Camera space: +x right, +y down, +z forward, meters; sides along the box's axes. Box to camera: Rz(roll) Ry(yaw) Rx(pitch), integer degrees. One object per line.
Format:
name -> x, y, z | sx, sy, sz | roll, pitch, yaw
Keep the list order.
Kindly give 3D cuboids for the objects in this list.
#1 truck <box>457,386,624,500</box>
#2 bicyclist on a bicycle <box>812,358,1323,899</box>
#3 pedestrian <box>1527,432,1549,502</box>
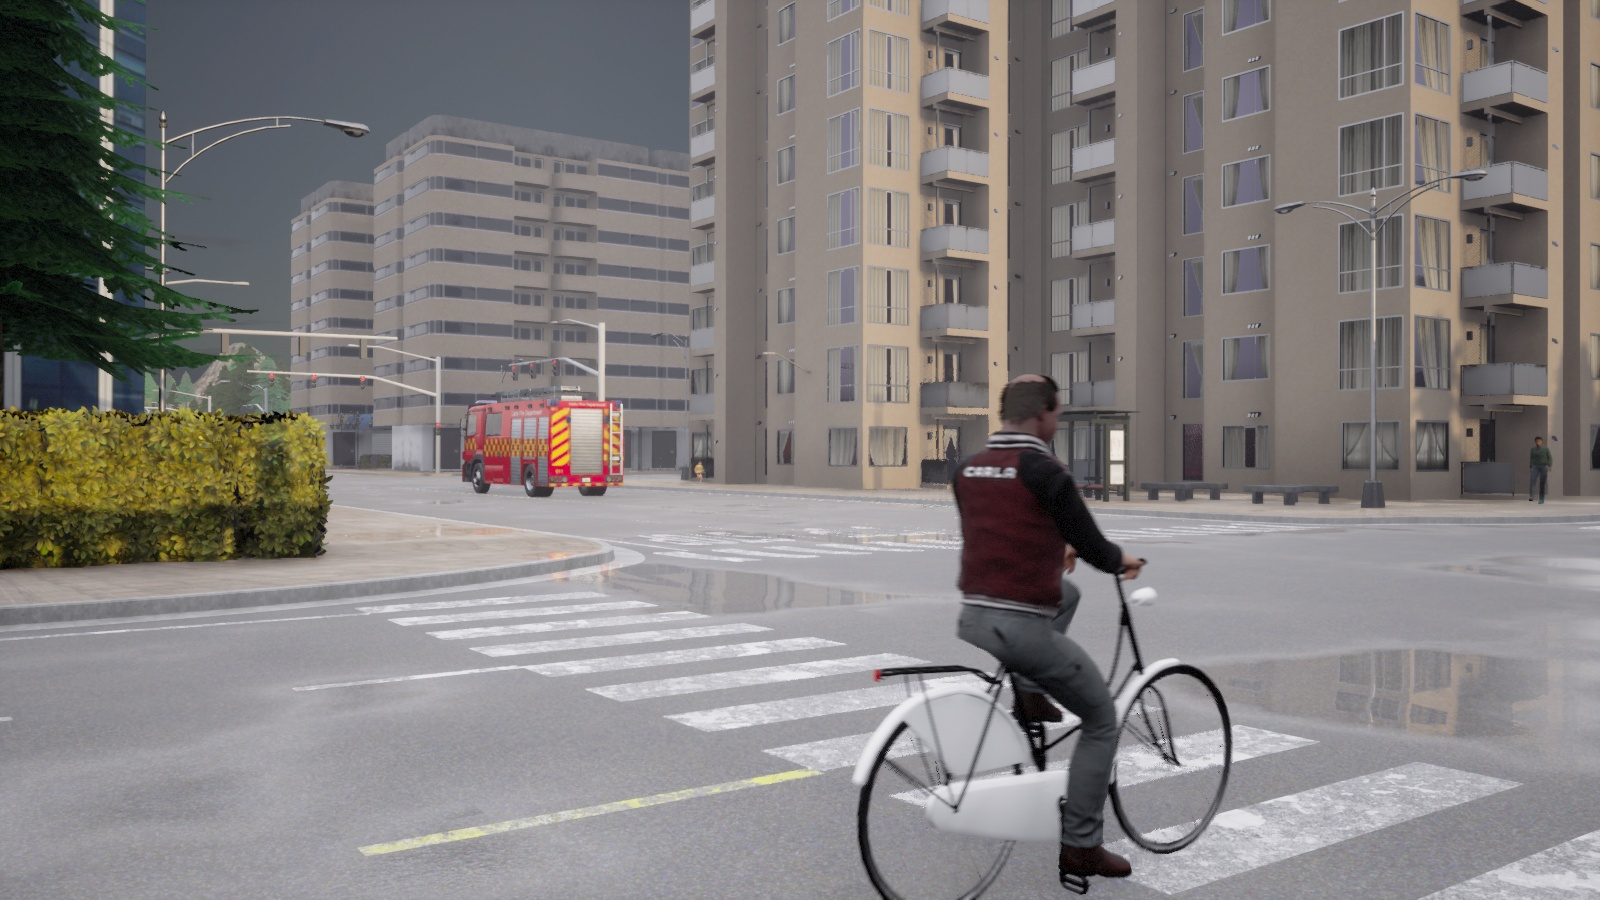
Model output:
truck -> -9.774, -0.230, 46.430 | 2.891, 3.827, 8.468 | 0, 0, -35
bicyclist on a bicycle -> 0.986, 0.624, 4.383 | 1.843, 1.776, 0.659 | 0, 0, -35
pedestrian -> 19.594, 0.439, 33.346 | 0.614, 1.847, 0.353 | 0, 0, -44
